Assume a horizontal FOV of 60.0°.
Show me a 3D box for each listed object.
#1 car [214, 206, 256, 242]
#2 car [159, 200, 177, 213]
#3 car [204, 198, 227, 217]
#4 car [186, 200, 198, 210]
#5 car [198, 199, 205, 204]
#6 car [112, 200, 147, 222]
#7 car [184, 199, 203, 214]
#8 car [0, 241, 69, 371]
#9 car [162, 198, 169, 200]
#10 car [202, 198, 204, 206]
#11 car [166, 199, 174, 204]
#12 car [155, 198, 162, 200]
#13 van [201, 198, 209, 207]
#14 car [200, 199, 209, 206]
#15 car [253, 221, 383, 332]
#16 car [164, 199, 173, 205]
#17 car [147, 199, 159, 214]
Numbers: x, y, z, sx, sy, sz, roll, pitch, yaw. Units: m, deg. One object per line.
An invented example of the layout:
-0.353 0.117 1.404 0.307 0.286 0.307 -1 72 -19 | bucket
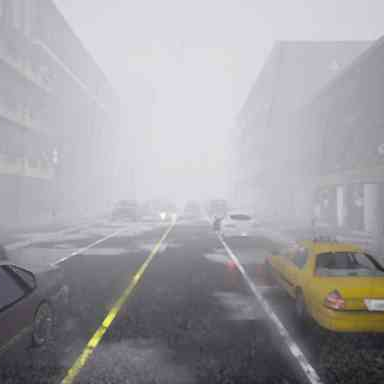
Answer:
2.353 1.690 17.269 1.812 1.442 4.674 0 -1 0 | car
-3.089 2.052 44.848 1.895 1.301 4.718 0 -1 0 | car
2.696 1.664 35.320 2.192 1.841 5.009 0 -1 0 | car
0.001 2.012 52.453 1.882 1.535 5.008 0 -1 0 | car
2.693 2.594 92.214 1.802 1.307 4.206 0 -1 0 | car
-5.684 1.604 29.631 2.192 1.841 5.009 0 -1 0 | car
0.045 1.990 42.460 1.994 1.385 4.181 0 -1 1 | car
-3.099 1.582 3.615 2.033 1.411 5.357 0 -1 0 | car
-5.684 1.912 58.081 2.192 1.841 5.009 0 -1 0 | car
2.695 1.912 46.698 1.967 1.590 4.097 0 -1 0 | car
-5.687 2.521 86.527 1.802 1.307 4.206 0 -1 0 | car
-5.685 1.911 46.701 1.967 1.590 4.097 0 -1 0 | car
2.695 2.070 69.456 1.690 1.788 3.998 0 -1 0 | van
2.694 2.343 75.145 1.887 1.381 4.507 0 -1 0 | car
2.696 1.592 7.037 1.752 1.417 4.829 0 -1 0 | car
-5.686 2.391 80.666 1.752 1.417 4.829 0 -1 0 | car
-5.685 1.961 41.009 2.008 1.369 4.403 0 -1 0 | car
